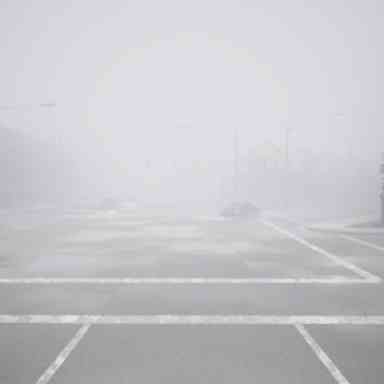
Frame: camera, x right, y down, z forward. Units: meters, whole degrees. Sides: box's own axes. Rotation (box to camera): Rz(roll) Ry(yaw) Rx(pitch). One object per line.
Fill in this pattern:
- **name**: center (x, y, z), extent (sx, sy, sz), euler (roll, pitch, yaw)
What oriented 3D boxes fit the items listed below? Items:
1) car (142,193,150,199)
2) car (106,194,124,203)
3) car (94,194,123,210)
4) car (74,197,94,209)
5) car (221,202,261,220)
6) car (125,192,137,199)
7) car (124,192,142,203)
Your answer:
- **car**: center (-10.359, 0.864, 73.457), extent (2.033, 1.411, 5.357), euler (0, 1, 0)
- **car**: center (-13.925, 1.129, 60.464), extent (2.033, 1.411, 5.357), euler (0, 2, 1)
- **car**: center (-10.515, 1.402, 42.404), extent (1.882, 1.535, 5.008), euler (0, 1, 0)
- **car**: center (-14.014, 1.434, 43.995), extent (1.812, 1.442, 4.674), euler (0, 1, 0)
- **car**: center (4.235, 1.526, 28.282), extent (2.033, 1.411, 5.357), euler (0, 0, 29)
- **car**: center (-13.854, 0.778, 76.221), extent (1.882, 1.535, 5.008), euler (0, 1, 0)
- **car**: center (-10.456, 1.212, 57.971), extent (1.994, 1.385, 4.181), euler (0, 1, 0)
